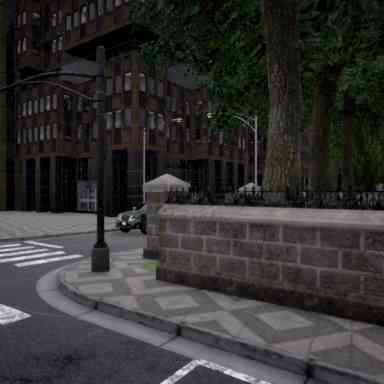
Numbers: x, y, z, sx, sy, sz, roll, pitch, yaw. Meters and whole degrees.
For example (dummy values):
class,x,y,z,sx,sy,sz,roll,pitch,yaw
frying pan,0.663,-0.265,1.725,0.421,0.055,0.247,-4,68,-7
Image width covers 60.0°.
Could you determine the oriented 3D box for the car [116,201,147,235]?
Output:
class,x,y,z,sx,sy,sz,roll,pitch,yaw
car,-2.441,1.583,22.039,2.150,2.045,5.566,0,-1,35
